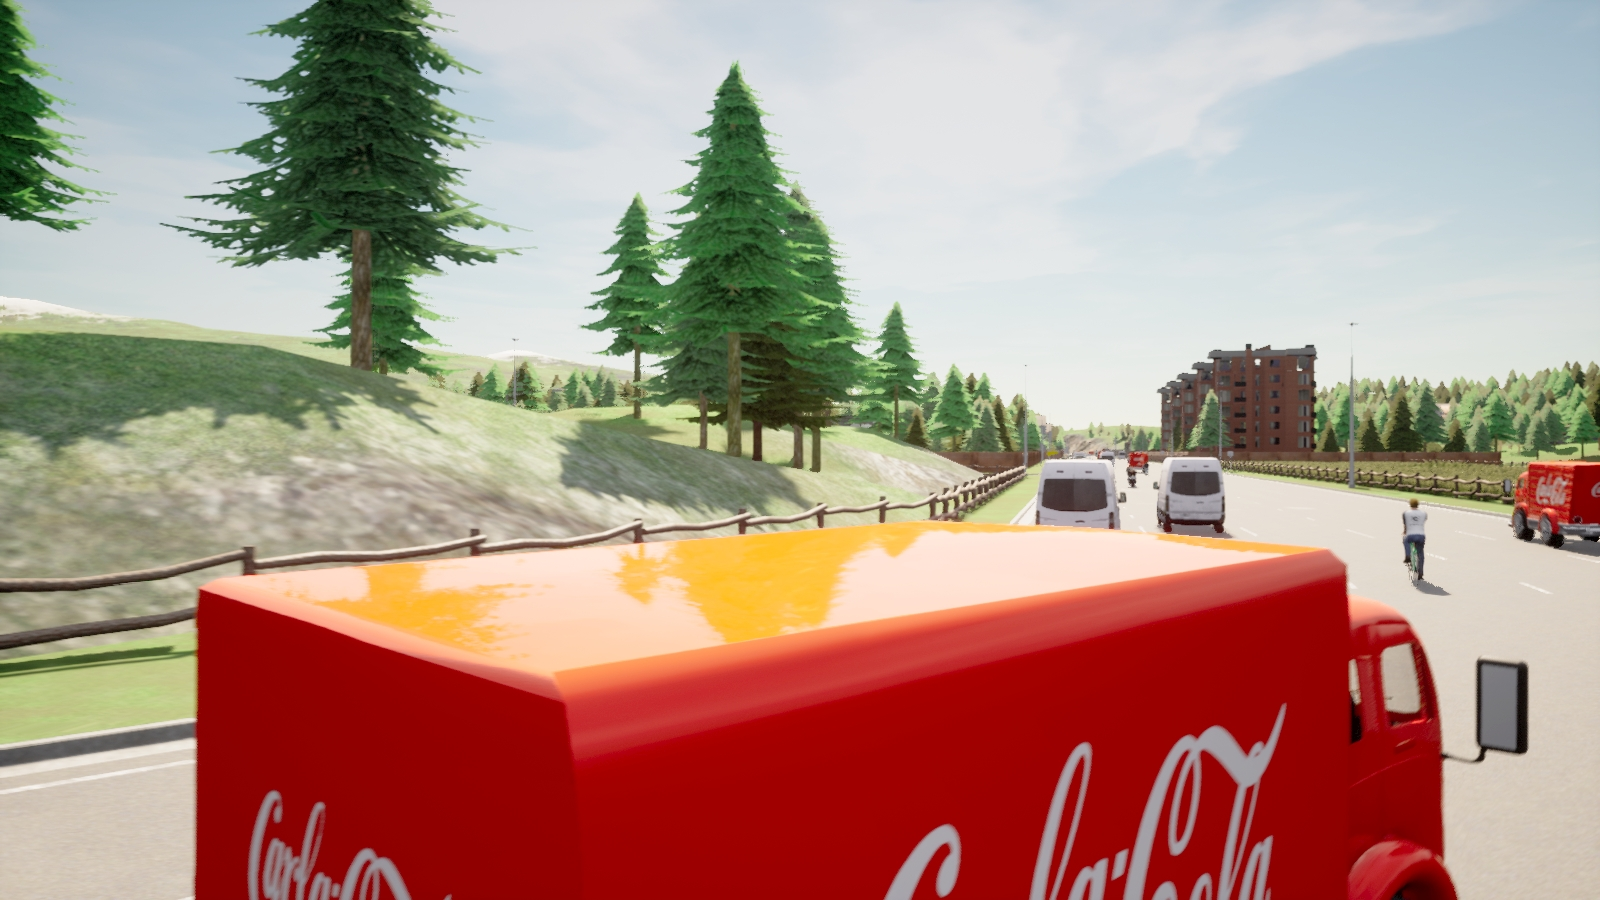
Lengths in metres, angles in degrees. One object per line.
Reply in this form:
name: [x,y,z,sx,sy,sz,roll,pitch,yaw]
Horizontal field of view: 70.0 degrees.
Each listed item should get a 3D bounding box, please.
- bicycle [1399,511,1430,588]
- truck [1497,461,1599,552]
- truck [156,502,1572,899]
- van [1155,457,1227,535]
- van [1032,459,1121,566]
bicycle: [12.907,2.066,24.030,0.373,1.496,1.643,0,0,21]
truck: [23.156,1.584,34.059,2.627,2.467,5.204,0,0,14]
truck: [0.753,1.571,4.449,5.204,2.467,2.627,0,0,-43]
van: [13.940,1.550,41.004,1.988,2.561,5.915,0,0,14]
van: [7.586,1.545,30.909,1.988,2.561,5.915,0,0,17]
